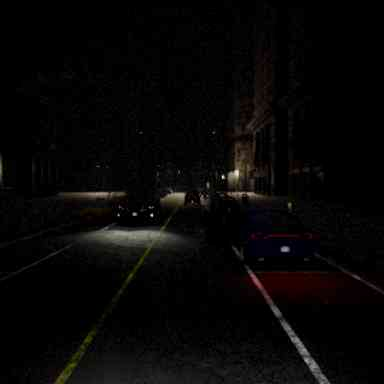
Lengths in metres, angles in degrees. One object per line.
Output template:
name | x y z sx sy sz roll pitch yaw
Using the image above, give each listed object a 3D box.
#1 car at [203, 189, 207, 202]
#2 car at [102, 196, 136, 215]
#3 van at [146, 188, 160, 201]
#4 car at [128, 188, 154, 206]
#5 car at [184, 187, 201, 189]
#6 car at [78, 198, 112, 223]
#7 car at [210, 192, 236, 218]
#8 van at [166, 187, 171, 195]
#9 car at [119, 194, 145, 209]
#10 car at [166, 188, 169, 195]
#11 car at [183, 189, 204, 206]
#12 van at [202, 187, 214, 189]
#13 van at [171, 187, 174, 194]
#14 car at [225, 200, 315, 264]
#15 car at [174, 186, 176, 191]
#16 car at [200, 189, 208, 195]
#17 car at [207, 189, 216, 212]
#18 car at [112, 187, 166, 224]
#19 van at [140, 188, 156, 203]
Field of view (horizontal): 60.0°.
car | 2.761 0.637 43.906 2.008 1.369 4.403 0 1 0
car | -5.764 1.019 26.868 1.802 1.307 4.206 0 1 0
van | -5.764 0.311 49.568 1.690 1.788 3.998 0 1 0
car | -5.764 0.518 38.215 2.192 1.841 5.009 0 1 0
car | 0.011 0.499 48.449 1.837 1.490 4.892 0 2 0
car | -5.764 1.084 21.021 1.752 1.417 4.829 0 1 0
car | 2.761 0.988 26.876 2.008 1.369 4.403 0 1 0
van | -5.764 -0.036 66.597 1.690 1.788 3.998 0 1 0
car | -5.764 0.902 32.545 1.802 1.307 4.206 0 1 0
car | -5.764 0.320 60.926 1.802 1.307 4.206 0 1 0
car | 0.059 0.721 37.570 1.837 1.490 4.892 0 1 1
van | 2.761 0.311 49.578 1.690 1.788 3.998 0 1 0
van | -5.764 -0.266 77.950 1.690 1.788 3.998 0 1 0
car | 2.361 1.246 10.901 1.882 1.535 5.008 0 1 0
car | -5.764 -0.193 83.460 1.752 1.417 4.829 0 1 0
car | 2.761 -0.026 77.965 1.802 1.307 4.206 0 1 0
car | 2.761 0.760 32.550 1.967 1.590 4.097 0 1 0
car | -3.101 0.785 20.761 2.150 2.045 5.566 0 1 0
van | -5.764 0.427 43.892 1.690 1.788 3.998 0 1 0
